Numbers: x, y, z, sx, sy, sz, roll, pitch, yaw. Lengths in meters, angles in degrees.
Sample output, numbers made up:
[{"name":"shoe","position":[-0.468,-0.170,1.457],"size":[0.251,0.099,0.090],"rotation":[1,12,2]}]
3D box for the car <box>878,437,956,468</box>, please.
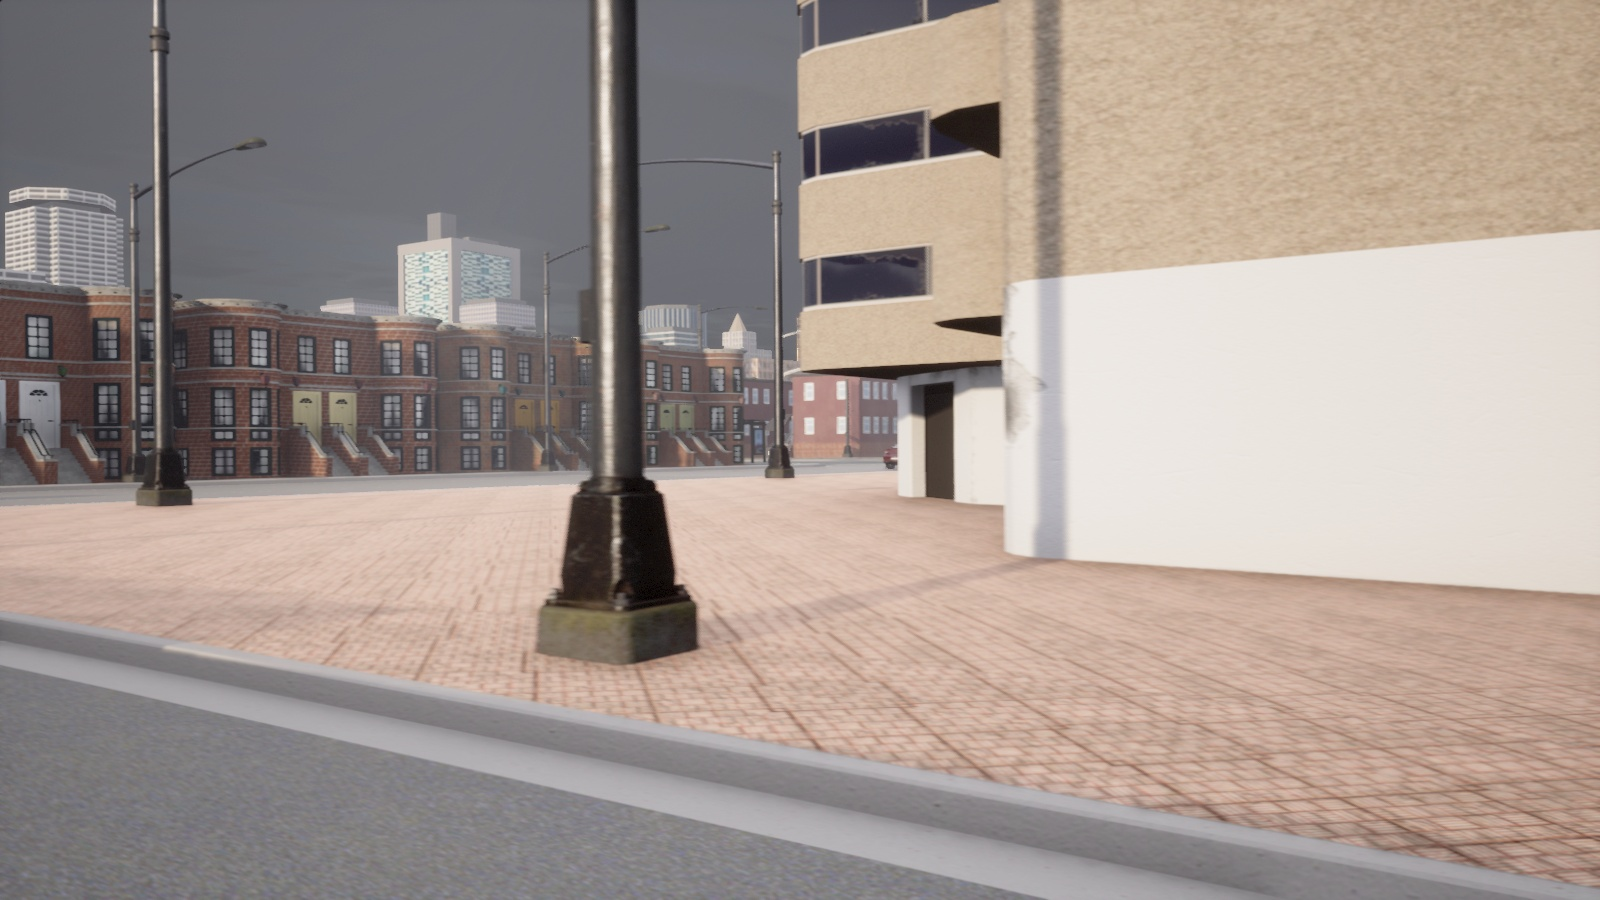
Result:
[{"name":"car","position":[5.927,0.127,63.319],"size":[1.812,1.442,4.674],"rotation":[-2,0,35]}]
